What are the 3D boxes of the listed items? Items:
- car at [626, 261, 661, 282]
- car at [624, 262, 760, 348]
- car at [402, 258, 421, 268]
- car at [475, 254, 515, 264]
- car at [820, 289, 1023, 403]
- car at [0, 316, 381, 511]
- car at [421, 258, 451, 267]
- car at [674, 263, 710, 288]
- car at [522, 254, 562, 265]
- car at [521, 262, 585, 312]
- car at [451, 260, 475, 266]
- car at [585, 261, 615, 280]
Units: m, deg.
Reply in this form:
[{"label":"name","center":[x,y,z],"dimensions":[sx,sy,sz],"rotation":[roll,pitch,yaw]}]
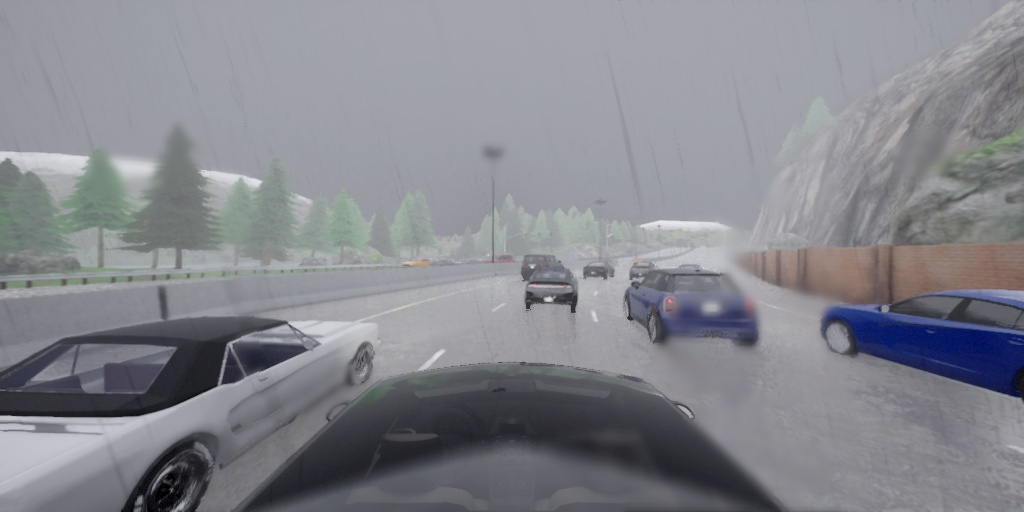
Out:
[{"label":"car","center":[10.869,1.196,29.446],"dimensions":[2.128,1.511,4.902],"rotation":[0,0,27]},{"label":"car","center":[4.379,1.096,9.508],"dimensions":[2.097,1.767,4.553],"rotation":[0,0,7]},{"label":"car","center":[-11.997,0.996,46.488],"dimensions":[1.882,1.535,5.008],"rotation":[0,0,30]},{"label":"car","center":[-1.714,0.809,43.328],"dimensions":[2.150,2.045,5.566],"rotation":[0,0,30]},{"label":"car","center":[7.392,1.253,5.555],"dimensions":[1.882,1.535,5.008],"rotation":[0,0,4]},{"label":"car","center":[-3.222,1.325,3.955],"dimensions":[1.895,1.301,4.718],"rotation":[0,0,3]},{"label":"car","center":[-8.876,1.105,44.902],"dimensions":[1.994,1.385,4.181],"rotation":[0,0,30]},{"label":"car","center":[12.545,1.277,25.174],"dimensions":[2.033,1.411,5.357],"rotation":[0,0,25]},{"label":"car","center":[2.514,0.885,28.304],"dimensions":[2.150,2.045,5.566],"rotation":[0,0,23]},{"label":"car","center":[1.668,1.199,14.160],"dimensions":[2.128,1.511,4.902],"rotation":[1,1,11]},{"label":"car","center":[-5.137,1.128,44.394],"dimensions":[1.994,1.385,4.181],"rotation":[0,0,30]},{"label":"car","center":[7.453,1.160,30.443],"dimensions":[1.882,1.535,5.008],"rotation":[0,0,26]}]
